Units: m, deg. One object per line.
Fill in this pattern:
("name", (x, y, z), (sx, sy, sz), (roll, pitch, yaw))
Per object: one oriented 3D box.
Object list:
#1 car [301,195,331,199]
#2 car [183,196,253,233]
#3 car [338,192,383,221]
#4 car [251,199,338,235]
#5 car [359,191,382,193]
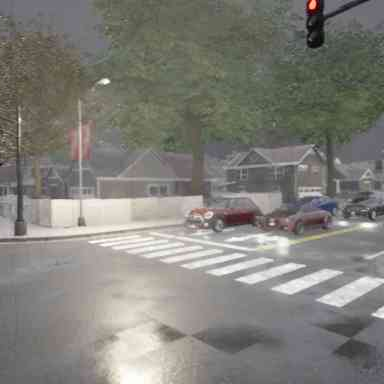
("car", (8.670, 1.010, 23.905), (5.008, 1.535, 1.882), (-2, 1, -41))
("car", (1.702, 1.072, 17.872), (4.553, 1.767, 2.097), (-2, 1, -41))
("car", (11.847, 1.009, 22.357), (4.892, 1.490, 1.837), (-2, 1, -41))
("car", (5.184, 1.248, 16.586), (4.181, 1.385, 1.994), (-2, 1, -41))
("car", (15.979, 0.688, 30.221), (4.553, 1.767, 2.097), (-1, 1, -41))
